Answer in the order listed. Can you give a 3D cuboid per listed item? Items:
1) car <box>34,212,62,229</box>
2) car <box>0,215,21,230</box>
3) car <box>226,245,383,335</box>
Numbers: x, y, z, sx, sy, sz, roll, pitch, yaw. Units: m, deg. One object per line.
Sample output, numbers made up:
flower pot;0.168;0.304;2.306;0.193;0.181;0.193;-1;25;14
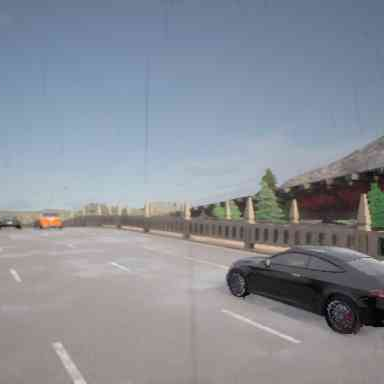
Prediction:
car;-15.012;2.905;34.528;2.097;1.767;4.553;3;-6;-33
car;-18.232;3.004;33.041;1.994;1.385;4.181;3;-5;-33
car;2.757;1.962;7.657;1.812;1.442;4.674;3;-3;-33
